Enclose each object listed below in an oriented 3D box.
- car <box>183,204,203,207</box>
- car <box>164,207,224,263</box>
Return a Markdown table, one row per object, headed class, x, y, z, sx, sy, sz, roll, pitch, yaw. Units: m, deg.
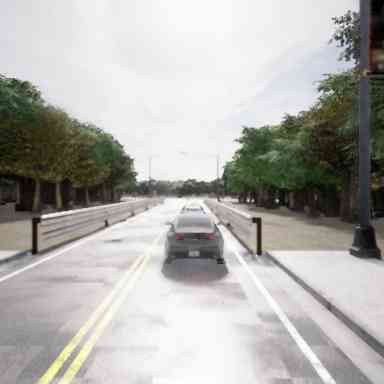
| class | x | y | z | sx | sy | sz | roll | pitch | yaw |
| --- | --- | --- | --- | --- | --- | --- | --- | --- | --- |
| car | 0.067 | 1.585 | 25.475 | 1.895 | 1.301 | 4.718 | 0 | 0 | 1 |
| car | 0.076 | 1.498 | 11.873 | 1.837 | 1.490 | 4.892 | 0 | 0 | 0 |
